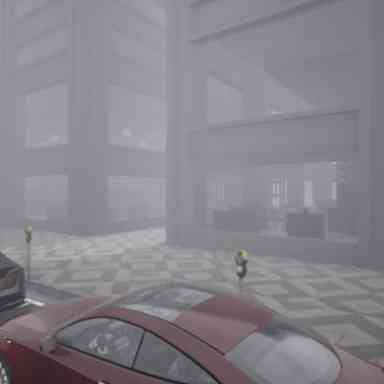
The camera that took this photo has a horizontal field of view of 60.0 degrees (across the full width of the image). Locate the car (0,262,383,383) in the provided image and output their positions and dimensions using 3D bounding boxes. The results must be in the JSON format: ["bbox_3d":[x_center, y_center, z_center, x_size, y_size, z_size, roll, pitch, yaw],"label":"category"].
[{"bbox_3d":[-0.366,1.582,3.221,4.206,1.307,1.802,0,0,35],"label":"car"}]

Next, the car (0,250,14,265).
[{"bbox_3d":[-4.959,1.566,6.496,4.313,1.339,1.947,0,0,35],"label":"car"}]
